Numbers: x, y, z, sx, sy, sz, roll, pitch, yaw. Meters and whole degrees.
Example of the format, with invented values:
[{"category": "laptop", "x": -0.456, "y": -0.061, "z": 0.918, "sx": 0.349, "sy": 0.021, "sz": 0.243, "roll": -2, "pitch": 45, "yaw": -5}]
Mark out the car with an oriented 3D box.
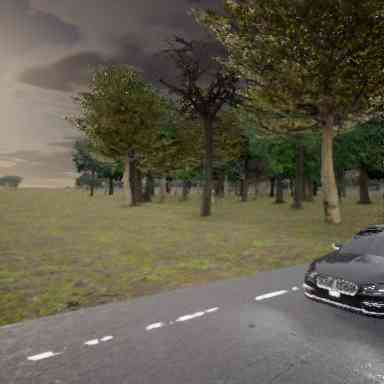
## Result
[{"category": "car", "x": 4.434, "y": 1.500, "z": 7.155, "sx": 4.892, "sy": 1.490, "sz": 1.837, "roll": 0, "pitch": 0, "yaw": -35}]
